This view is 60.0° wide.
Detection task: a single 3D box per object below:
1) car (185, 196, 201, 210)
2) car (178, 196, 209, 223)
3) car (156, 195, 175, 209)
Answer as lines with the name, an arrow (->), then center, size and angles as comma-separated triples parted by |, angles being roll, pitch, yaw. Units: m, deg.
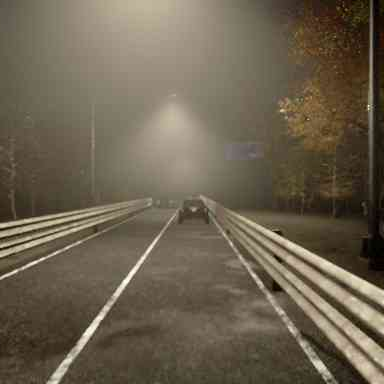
car -> 0.130, 1.319, 41.028 | 1.837, 1.490, 4.892 | 0, 0, 0
car -> 0.125, 1.234, 24.417 | 2.097, 1.767, 4.553 | 0, 0, 0
car -> -3.308, 1.164, 41.567 | 2.097, 1.767, 4.553 | 0, 0, 0
